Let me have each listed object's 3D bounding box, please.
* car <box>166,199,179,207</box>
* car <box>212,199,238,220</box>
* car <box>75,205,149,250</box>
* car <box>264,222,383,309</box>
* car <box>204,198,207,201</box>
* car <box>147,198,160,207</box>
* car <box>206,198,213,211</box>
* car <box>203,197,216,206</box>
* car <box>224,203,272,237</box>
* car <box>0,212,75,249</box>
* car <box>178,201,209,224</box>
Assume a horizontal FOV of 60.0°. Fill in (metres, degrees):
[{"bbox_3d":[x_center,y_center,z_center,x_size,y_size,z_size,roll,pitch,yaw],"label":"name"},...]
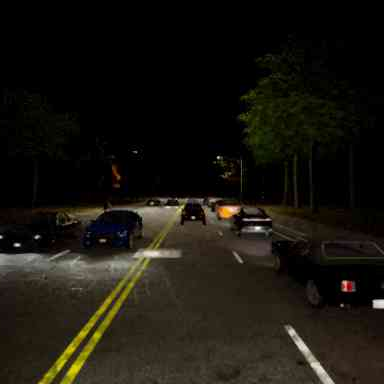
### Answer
[{"bbox_3d":[-3.311,1.835,56.926,1.994,1.385,4.181,0,0,1],"label":"car"},{"bbox_3d":[3.244,1.518,29.850,2.097,1.767,4.553,0,0,0],"label":"car"},{"bbox_3d":[-3.353,1.565,15.006,1.882,1.535,5.008,0,0,0],"label":"car"},{"bbox_3d":[3.248,1.647,7.910,1.895,1.301,4.718,0,0,0],"label":"car"},{"bbox_3d":[3.240,1.800,51.878,2.033,1.411,5.357,0,0,0],"label":"car"},{"bbox_3d":[-6.561,1.762,57.041,2.128,1.511,4.902,0,0,0],"label":"car"},{"bbox_3d":[3.242,1.758,40.879,2.033,1.411,5.357,0,0,0],"label":"car"},{"bbox_3d":[3.238,1.785,62.878,2.128,1.511,4.902,0,0,0],"label":"car"},{"bbox_3d":[3.246,1.601,18.880,2.128,1.511,4.902,0,0,0],"label":"car"},{"bbox_3d":[-6.603,1.636,15.229,2.033,1.411,5.357,0,0,0],"label":"car"},{"bbox_3d":[0.095,1.673,25.978,1.812,1.442,4.674,0,0,0],"label":"car"}]
